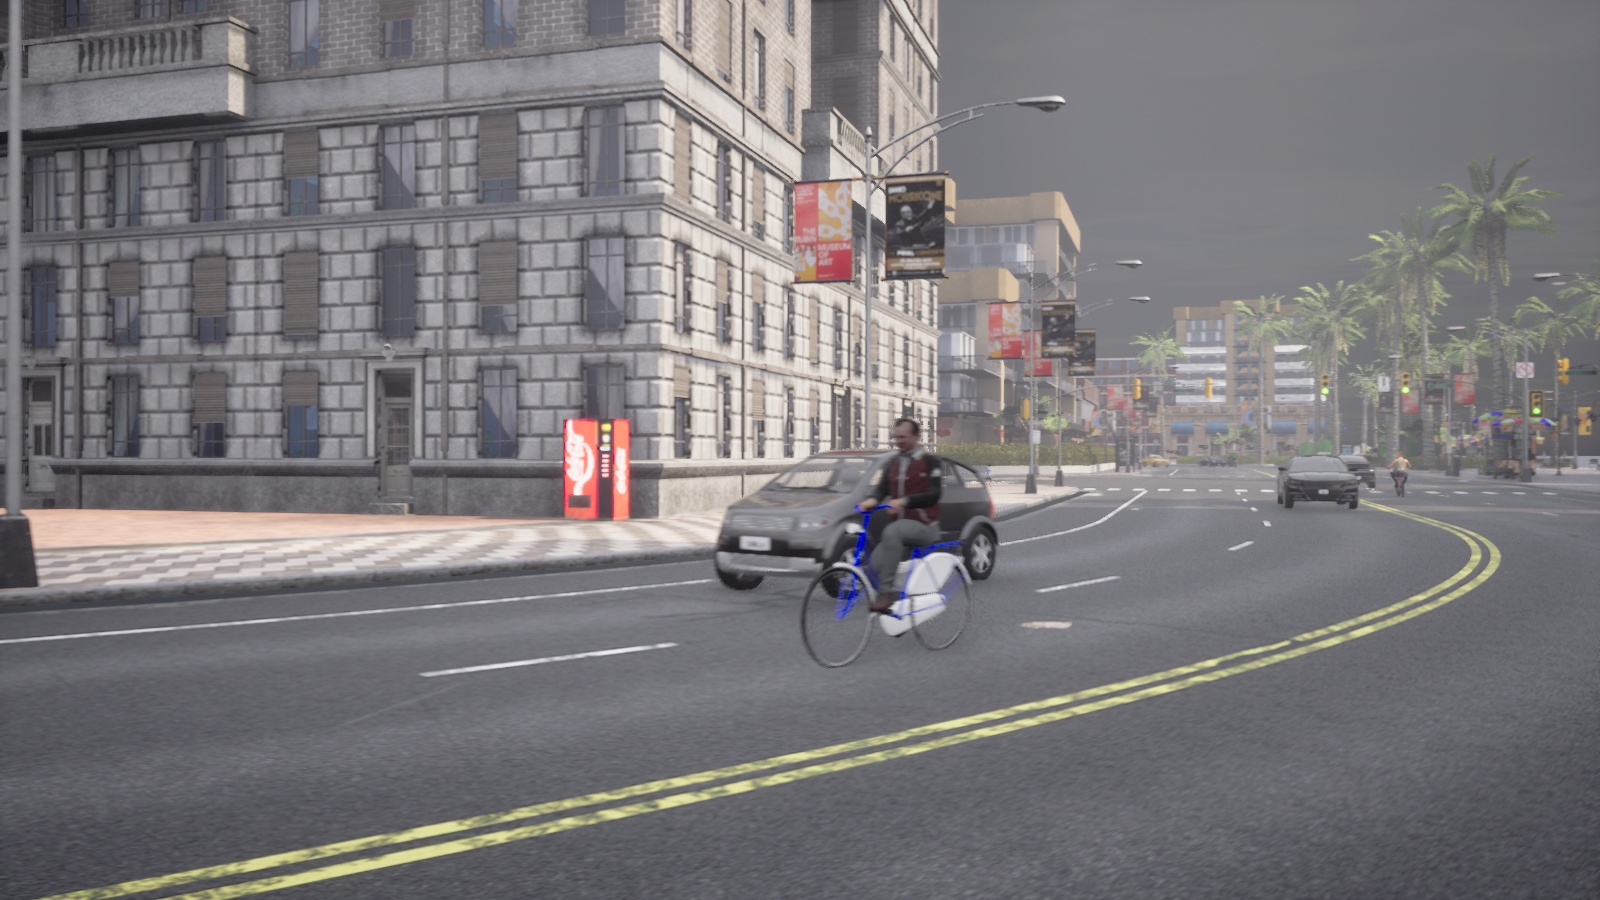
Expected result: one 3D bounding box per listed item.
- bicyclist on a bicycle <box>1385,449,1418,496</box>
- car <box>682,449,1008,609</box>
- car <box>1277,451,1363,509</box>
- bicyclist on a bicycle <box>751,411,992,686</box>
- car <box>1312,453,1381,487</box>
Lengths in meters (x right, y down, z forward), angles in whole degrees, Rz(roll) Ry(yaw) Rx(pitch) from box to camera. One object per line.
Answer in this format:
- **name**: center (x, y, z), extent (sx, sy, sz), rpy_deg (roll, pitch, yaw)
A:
- **bicyclist on a bicycle**: center (21.011, 0.768, 43.881), extent (0.866, 1.612, 1.509), rpy_deg (0, 0, 18)
- **car**: center (0.623, 0.768, 14.142), extent (1.789, 1.549, 3.705), rpy_deg (0, 0, 39)
- **car**: center (14.788, 0.800, 35.926), extent (1.882, 1.535, 5.008), rpy_deg (0, 0, 18)
- **bicyclist on a bicycle**: center (0.554, 0.644, 9.016), extent (1.843, 1.776, 0.659), rpy_deg (0, -1, -45)
- **car**: center (24.917, 0.869, 57.390), extent (1.837, 1.490, 4.892), rpy_deg (0, 0, 10)
